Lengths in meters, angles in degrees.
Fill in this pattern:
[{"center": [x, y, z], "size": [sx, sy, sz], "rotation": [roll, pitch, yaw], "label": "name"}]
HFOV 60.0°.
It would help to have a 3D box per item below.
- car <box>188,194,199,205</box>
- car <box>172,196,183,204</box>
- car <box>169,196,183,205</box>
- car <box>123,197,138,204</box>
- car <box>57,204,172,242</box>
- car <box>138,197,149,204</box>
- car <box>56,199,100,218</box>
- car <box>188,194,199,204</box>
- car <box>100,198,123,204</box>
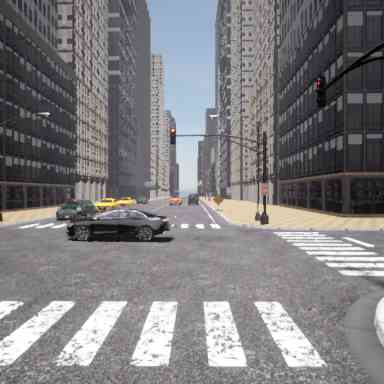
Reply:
[{"center": [0.279, 1.605, 60.193], "size": [1.837, 1.490, 4.892], "rotation": [0, 0, 0], "label": "car"}, {"center": [-2.971, 1.632, 70.170], "size": [2.128, 1.511, 4.902], "rotation": [0, 0, 0], "label": "car"}, {"center": [-2.971, 1.451, 59.982], "size": [2.097, 1.767, 4.553], "rotation": [0, 0, 0], "label": "car"}, {"center": [-9.699, 1.542, 48.791], "size": [1.882, 1.535, 5.008], "rotation": [0, 0, 1], "label": "car"}, {"center": [-3.424, 1.497, 15.817], "size": [4.902, 1.511, 2.128], "rotation": [0, 0, 3], "label": "car"}, {"center": [-9.558, 1.718, 64.341], "size": [2.033, 1.411, 5.357], "rotation": [0, 0, 0], "label": "car"}, {"center": [-9.766, 1.374, 28.275], "size": [2.097, 1.767, 4.553], "rotation": [0, 0, 0], "label": "car"}, {"center": [0.282, 1.360, 70.401], "size": [2.150, 2.045, 5.566], "rotation": [0, 0, 0], "label": "car"}, {"center": [-9.736, 1.518, 38.614], "size": [1.882, 1.535, 5.008], "rotation": [0, 0, 0], "label": "car"}]
